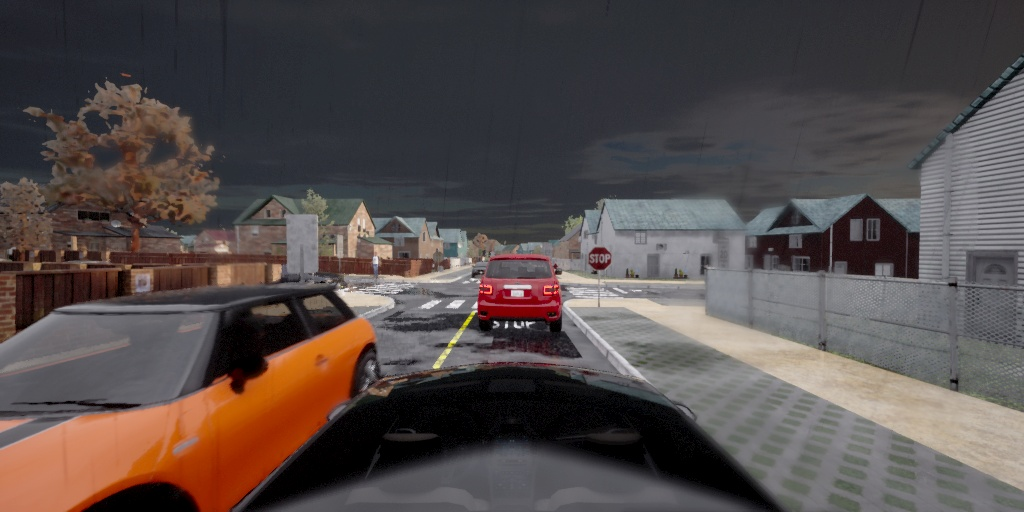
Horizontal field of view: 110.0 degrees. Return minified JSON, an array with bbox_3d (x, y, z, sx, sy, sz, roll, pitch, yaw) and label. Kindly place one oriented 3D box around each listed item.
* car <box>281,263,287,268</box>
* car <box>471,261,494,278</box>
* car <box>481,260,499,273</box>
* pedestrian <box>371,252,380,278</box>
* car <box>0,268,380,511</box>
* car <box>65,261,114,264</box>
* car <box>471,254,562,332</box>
[{"bbox_3d":[-11.903,1.111,19.433,5.357,1.411,2.033,1,1,4],"label":"car"},{"bbox_3d":[-2.766,1.247,34.731,1.837,1.490,4.892,0,0,0],"label":"car"},{"bbox_3d":[-2.719,1.284,45.467,2.033,1.411,5.357,0,0,0],"label":"car"},{"bbox_3d":[-9.619,0.612,25.370,0.375,1.860,0.375,0,0,1],"label":"pedestrian"},{"bbox_3d":[-2.848,1.101,2.977,2.097,1.767,4.553,0,0,0],"label":"car"},{"bbox_3d":[-22.987,0.935,19.770,4.718,1.301,1.895,1,1,1],"label":"car"},{"bbox_3d":[0.369,0.969,11.060,2.150,2.045,5.566,0,0,5],"label":"car"}]
